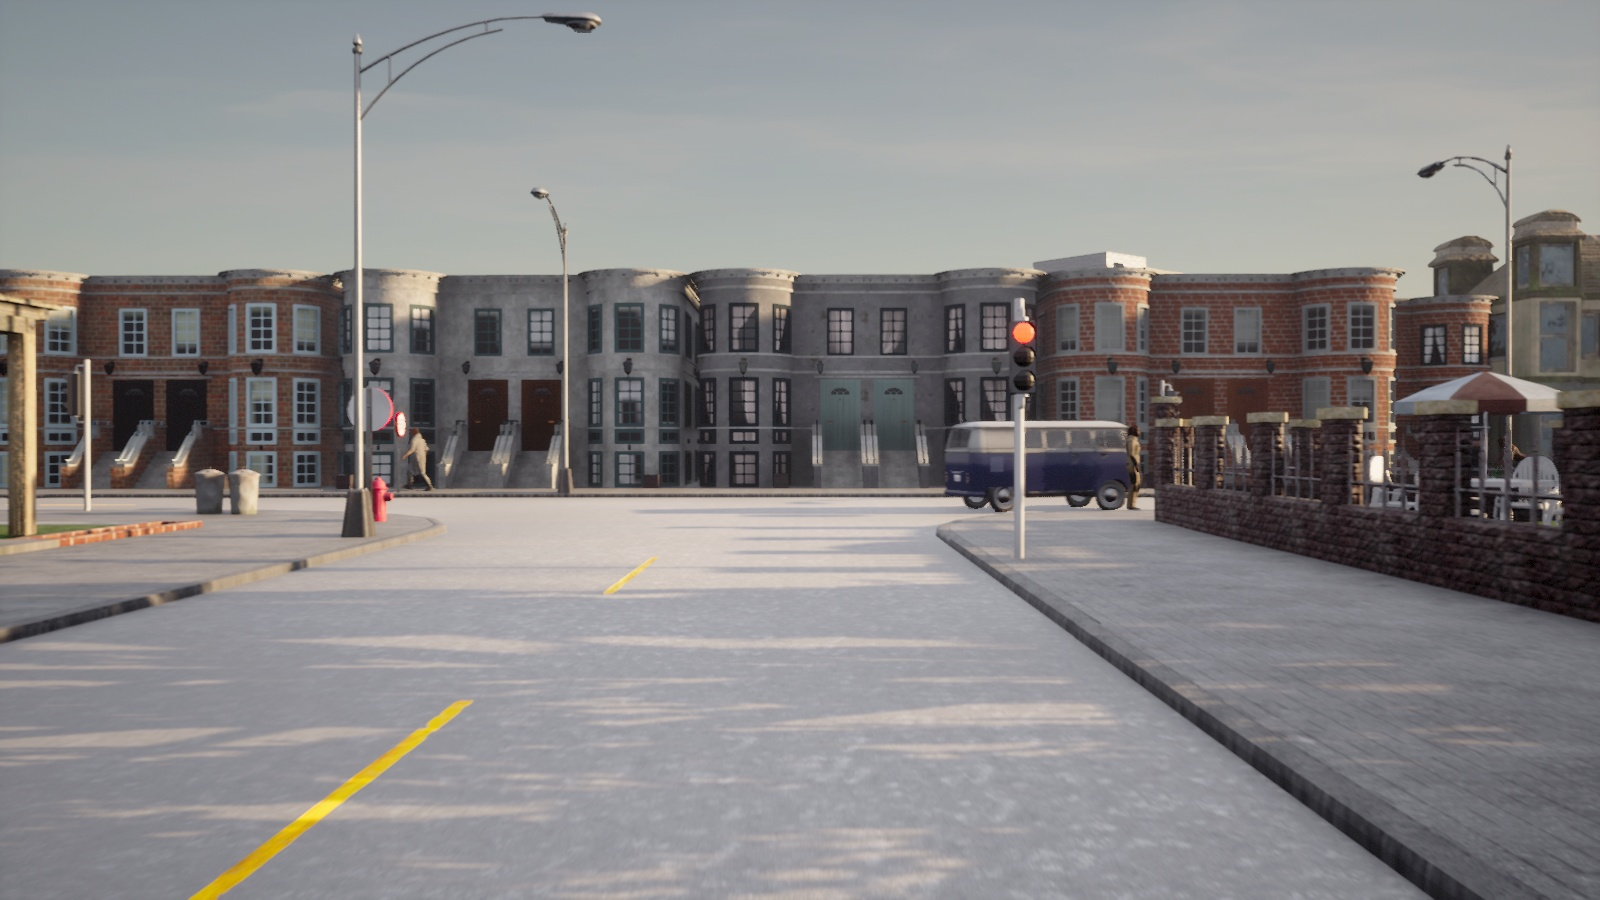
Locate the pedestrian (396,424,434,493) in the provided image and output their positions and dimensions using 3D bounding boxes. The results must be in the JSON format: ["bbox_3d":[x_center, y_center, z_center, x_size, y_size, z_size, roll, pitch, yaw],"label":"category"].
[{"bbox_3d":[-11.053,0.244,36.091,0.873,1.952,0.659,0,0,1],"label":"pedestrian"}]

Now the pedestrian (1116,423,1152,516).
[{"bbox_3d":[7.041,0.403,26.471,0.692,1.930,0.396,0,0,18],"label":"pedestrian"}]

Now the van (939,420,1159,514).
[{"bbox_3d":[5.481,0.348,27.790,4.442,1.987,1.775,0,0,-15],"label":"van"}]
